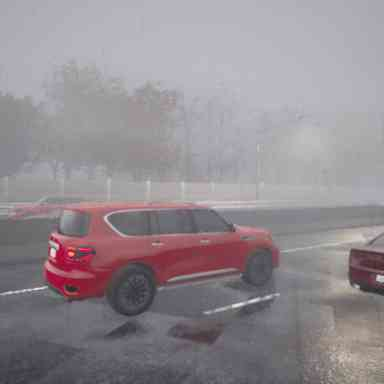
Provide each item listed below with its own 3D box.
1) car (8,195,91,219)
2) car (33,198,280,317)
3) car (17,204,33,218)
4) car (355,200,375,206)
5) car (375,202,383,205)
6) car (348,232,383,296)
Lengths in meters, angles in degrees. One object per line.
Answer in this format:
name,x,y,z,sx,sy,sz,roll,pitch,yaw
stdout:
car,-9.531,1.249,22.987,5.566,2.045,2.150,0,0,-35
car,-0.405,1.242,7.756,5.566,2.045,2.150,0,0,-35
car,-7.334,1.576,20.257,5.357,1.411,2.033,0,0,-35
car,25.199,1.837,47.712,4.181,1.385,1.994,0,0,-35
car,27.052,1.836,44.739,4.181,1.385,1.994,1,0,-35
car,5.672,1.526,7.791,5.008,1.535,1.882,0,0,-35
